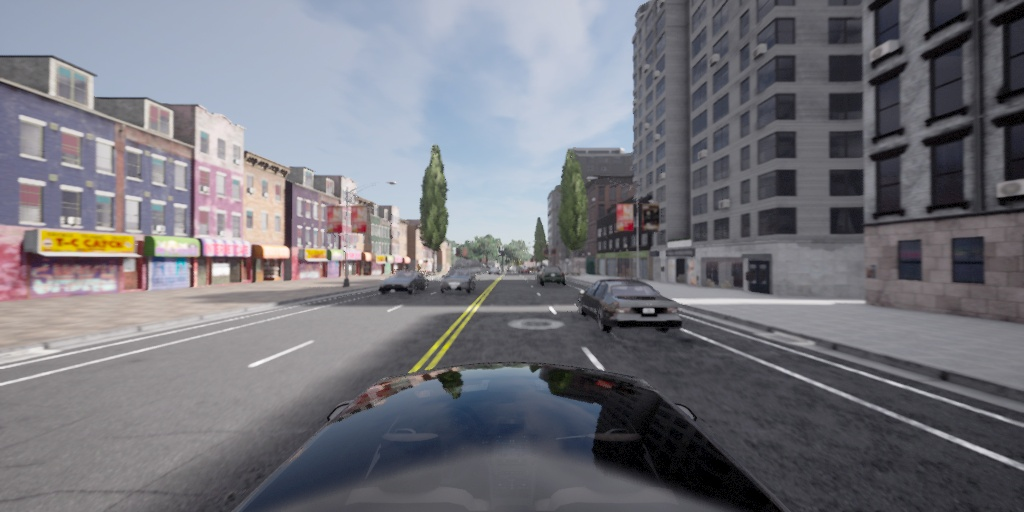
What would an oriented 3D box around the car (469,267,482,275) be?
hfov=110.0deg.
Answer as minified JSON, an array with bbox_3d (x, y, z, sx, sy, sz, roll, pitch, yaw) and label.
[{"bbox_3d":[-6.530,2.719,64.985,1.837,1.490,4.892,0,-2,1],"label":"car"}]

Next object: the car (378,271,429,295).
[{"bbox_3d":[-6.605,1.618,22.530,2.033,1.411,5.357,0,-1,0],"label":"car"}]

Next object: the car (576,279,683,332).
[{"bbox_3d":[3.347,1.422,11.274,2.033,1.411,5.357,0,-1,0],"label":"car"}]

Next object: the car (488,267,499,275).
[{"bbox_3d":[-3.278,2.742,64.996,1.812,1.442,4.674,0,-2,0],"label":"car"}]

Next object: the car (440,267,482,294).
[{"bbox_3d":[-3.354,1.574,23.142,2.128,1.511,4.902,0,-1,0],"label":"car"}]

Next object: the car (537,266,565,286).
[{"bbox_3d":[3.344,1.615,31.372,2.097,1.767,4.553,0,-1,0],"label":"car"}]
